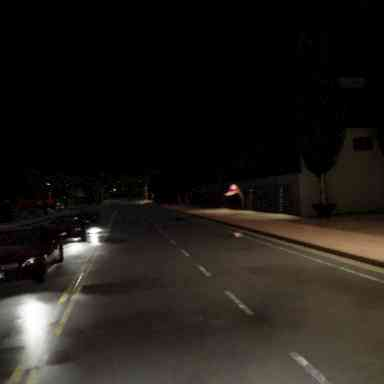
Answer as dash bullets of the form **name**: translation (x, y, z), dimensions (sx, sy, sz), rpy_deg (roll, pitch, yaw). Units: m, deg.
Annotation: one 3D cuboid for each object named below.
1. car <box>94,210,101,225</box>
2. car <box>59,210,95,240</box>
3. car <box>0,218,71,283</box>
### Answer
- **car**: translation (-9.104, 2.241, 29.303), dimensions (1.895, 1.301, 4.718), rpy_deg (-3, 0, -11)
- **car**: translation (-7.118, 2.049, 19.429), dimensions (1.994, 1.385, 4.181), rpy_deg (-3, 0, -11)
- **car**: translation (-5.325, 1.871, 10.617), dimensions (1.812, 1.442, 4.674), rpy_deg (-3, 0, -12)
